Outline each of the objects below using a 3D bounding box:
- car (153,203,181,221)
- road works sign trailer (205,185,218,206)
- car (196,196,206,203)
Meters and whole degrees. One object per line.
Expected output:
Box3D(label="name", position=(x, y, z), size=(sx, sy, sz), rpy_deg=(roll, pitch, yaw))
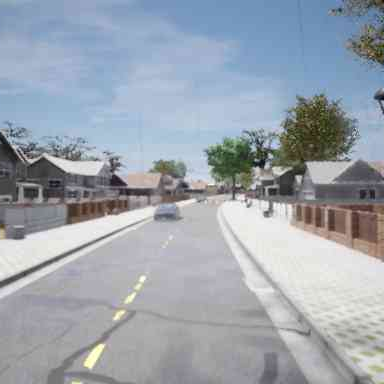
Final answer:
Box3D(label="car", position=(-2.018, 1.641, 28.220), size=(2.033, 1.411, 5.357), rpy_deg=(0, 0, 3))
Box3D(label="road works sign trailer", position=(3.526, 0.556, 59.102), size=(2.380, 3.560, 2.880), rpy_deg=(0, 0, 7))
Box3D(label="car", position=(2.095, 1.573, 69.171), size=(1.812, 1.442, 4.674), rpy_deg=(0, 0, 8))
